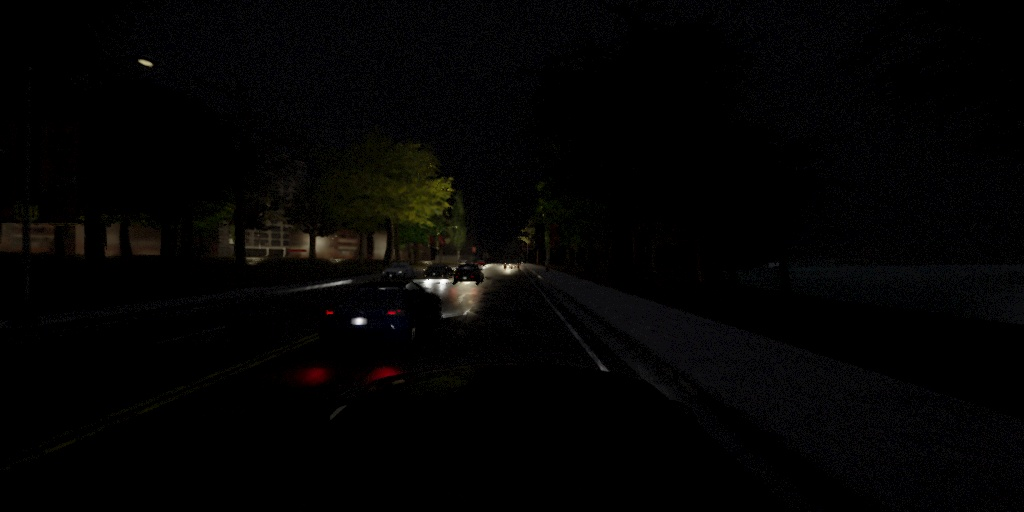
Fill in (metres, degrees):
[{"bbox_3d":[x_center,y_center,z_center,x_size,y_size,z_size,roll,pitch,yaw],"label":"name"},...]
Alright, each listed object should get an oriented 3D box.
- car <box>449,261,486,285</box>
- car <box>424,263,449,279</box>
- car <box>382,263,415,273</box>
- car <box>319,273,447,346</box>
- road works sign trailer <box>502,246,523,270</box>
[{"bbox_3d":[-3.145,1.300,26.171,1.812,1.442,4.674,0,0,0],"label":"car"},{"bbox_3d":[-6.586,1.353,32.269,1.994,1.385,4.181,0,0,0],"label":"car"},{"bbox_3d":[-9.838,1.312,31.415,1.812,1.442,4.674,0,0,0],"label":"car"},{"bbox_3d":[-3.148,1.317,9.392,1.994,1.385,4.181,0,0,0],"label":"car"},{"bbox_3d":[0.011,0.336,53.954,2.380,3.560,2.880,0,0,0],"label":"road works sign trailer"}]
